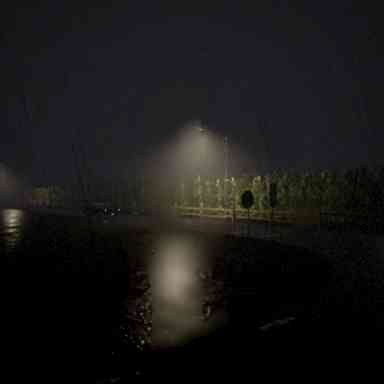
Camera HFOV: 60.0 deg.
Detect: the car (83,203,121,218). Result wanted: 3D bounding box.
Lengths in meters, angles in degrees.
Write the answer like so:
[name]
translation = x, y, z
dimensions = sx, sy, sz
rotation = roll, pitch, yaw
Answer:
[car]
translation = -8.945, 1.790, 32.988
dimensions = 1.895, 1.301, 4.718
rotation = 1, -1, -42
